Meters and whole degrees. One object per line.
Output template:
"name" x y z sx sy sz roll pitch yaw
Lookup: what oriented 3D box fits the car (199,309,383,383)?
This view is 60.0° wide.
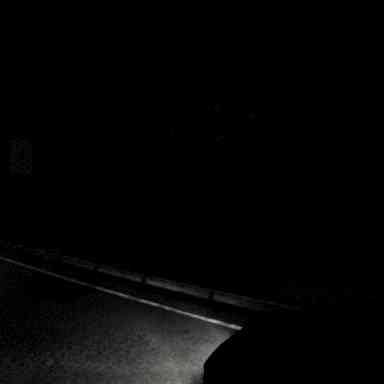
"car" 2.623 1.555 2.180 5.357 1.411 2.033 0 0 36
